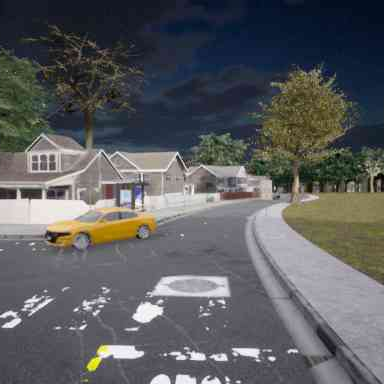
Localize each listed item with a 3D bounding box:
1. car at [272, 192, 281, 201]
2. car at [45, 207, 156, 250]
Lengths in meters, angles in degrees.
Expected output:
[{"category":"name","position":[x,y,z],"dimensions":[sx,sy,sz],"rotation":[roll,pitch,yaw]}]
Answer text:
[{"category":"car","position":[16.107,0.871,65.949],"dimensions":[1.882,1.535,5.008],"rotation":[1,1,30]},{"category":"car","position":[-3.841,1.458,14.724],"dimensions":[1.882,1.535,5.008],"rotation":[4,4,42]}]
